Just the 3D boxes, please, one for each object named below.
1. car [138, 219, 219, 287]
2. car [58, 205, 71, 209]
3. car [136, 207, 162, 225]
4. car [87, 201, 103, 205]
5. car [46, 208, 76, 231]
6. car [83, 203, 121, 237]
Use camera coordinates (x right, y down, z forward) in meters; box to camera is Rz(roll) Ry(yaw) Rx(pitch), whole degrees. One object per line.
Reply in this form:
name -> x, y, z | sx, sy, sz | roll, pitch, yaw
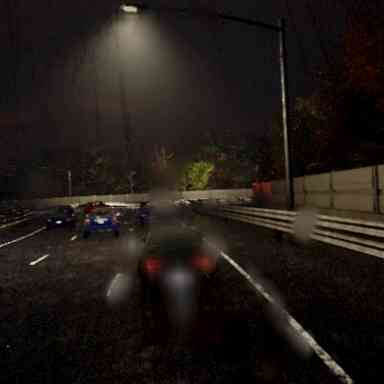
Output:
car -> -0.520, 1.720, 9.875 | 1.895, 1.301, 4.718 | -3, -1, -6
car -> -17.175, 2.598, 44.852 | 2.097, 1.767, 4.553 | -2, -1, -24
car -> -3.647, 1.966, 28.005 | 1.812, 1.442, 4.674 | -3, -1, -14
car -> -12.818, 2.249, 43.801 | 2.150, 2.045, 5.566 | -2, -1, -24
car -> -10.747, 2.338, 27.494 | 1.994, 1.385, 4.181 | -3, -1, -15
car -> -5.798, 1.836, 21.748 | 2.097, 1.767, 4.553 | -3, -1, -11
